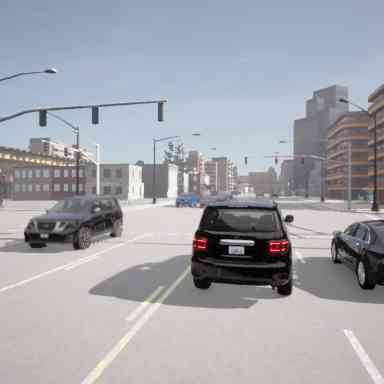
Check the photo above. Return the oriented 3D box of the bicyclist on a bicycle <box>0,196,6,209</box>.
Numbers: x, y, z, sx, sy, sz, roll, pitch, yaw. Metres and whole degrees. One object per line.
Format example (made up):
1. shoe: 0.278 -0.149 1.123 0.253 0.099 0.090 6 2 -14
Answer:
1. bicyclist on a bicycle: -23.840 1.303 41.444 0.582 1.620 1.656 0 0 10

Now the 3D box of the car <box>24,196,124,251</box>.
1. car: -4.840 1.221 14.649 2.150 2.045 5.566 0 0 10

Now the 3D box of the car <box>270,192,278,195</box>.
1. car: 20.857 0.743 84.464 2.033 1.411 5.357 0 1 11

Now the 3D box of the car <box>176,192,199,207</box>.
1. car: -0.753 1.079 48.463 2.150 2.045 5.566 0 1 12

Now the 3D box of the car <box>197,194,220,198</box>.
1. car: 2.328 1.381 46.057 1.837 1.490 4.892 0 1 11

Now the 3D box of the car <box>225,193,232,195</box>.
1. car: 6.034 1.091 64.244 1.837 1.490 4.892 0 1 12

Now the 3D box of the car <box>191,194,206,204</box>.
1. car: 1.159 1.217 57.940 1.837 1.490 4.892 0 1 11

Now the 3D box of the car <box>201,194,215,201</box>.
1. car: 3.297 1.075 68.204 2.033 1.411 5.357 0 1 12

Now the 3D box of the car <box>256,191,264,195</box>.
1. car: 17.423 0.559 85.141 2.097 1.767 4.553 0 1 11

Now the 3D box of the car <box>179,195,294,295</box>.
1. car: 1.534 1.221 9.038 2.150 2.045 5.566 0 0 14

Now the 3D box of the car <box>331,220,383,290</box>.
1. car: 5.095 1.505 8.918 1.837 1.490 4.892 0 0 11

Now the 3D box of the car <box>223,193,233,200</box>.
1. car: 8.084 0.926 74.198 1.812 1.442 4.674 0 1 11
